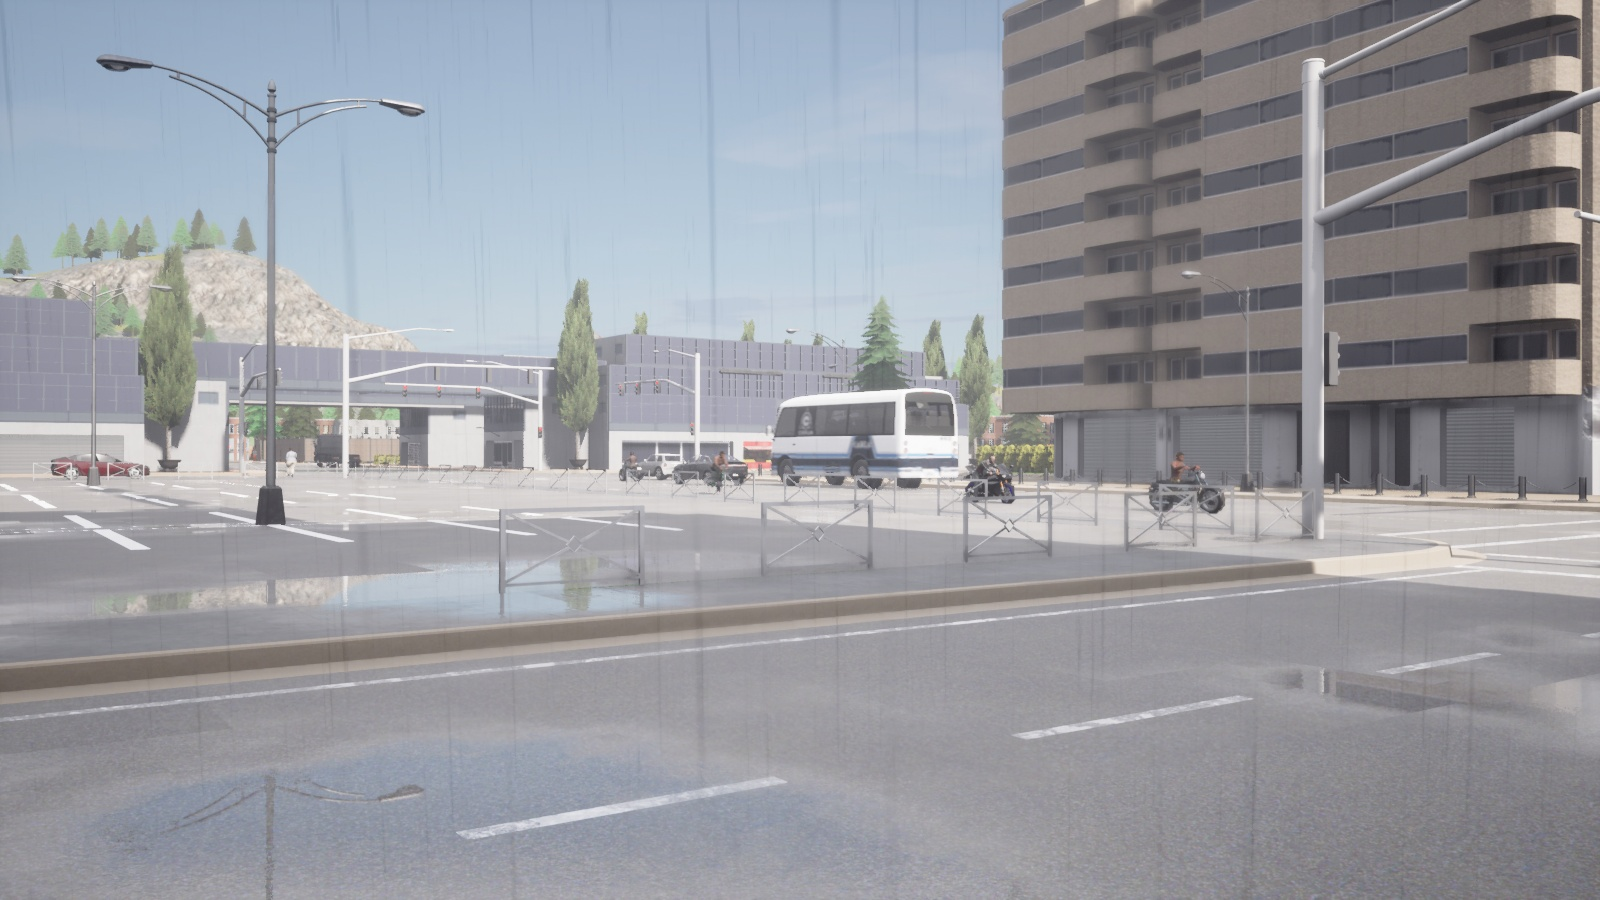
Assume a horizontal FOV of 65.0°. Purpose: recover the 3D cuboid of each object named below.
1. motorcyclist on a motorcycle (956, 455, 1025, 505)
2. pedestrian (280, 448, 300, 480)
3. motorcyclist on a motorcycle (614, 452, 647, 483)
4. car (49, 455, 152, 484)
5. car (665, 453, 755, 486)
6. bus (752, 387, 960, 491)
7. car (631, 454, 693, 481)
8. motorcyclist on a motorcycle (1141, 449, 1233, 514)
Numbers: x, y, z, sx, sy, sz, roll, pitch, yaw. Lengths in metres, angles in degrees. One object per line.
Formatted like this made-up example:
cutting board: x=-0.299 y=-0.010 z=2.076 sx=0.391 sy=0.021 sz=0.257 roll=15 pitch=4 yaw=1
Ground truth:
motorcyclist on a motorcycle: x=5.929 y=0.918 z=39.196 sx=0.866 sy=1.530 sz=2.191 roll=0 pitch=0 yaw=-35
pedestrian: x=-30.478 y=0.829 z=75.055 sx=0.874 sy=1.855 sz=0.900 roll=0 pitch=0 yaw=-37
motorcyclist on a motorcycle: x=-9.068 y=0.933 z=67.065 sx=0.766 sy=1.649 sz=2.350 roll=0 pitch=0 yaw=-35
car: x=-38.436 y=1.050 z=69.001 sx=4.792 sy=1.488 sz=2.163 roll=0 pitch=0 yaw=-33
car: x=-4.359 y=0.912 z=60.248 sx=2.128 sy=1.511 sz=4.902 roll=0 pitch=0 yaw=-35
bus: x=2.287 y=-0.443 z=56.793 sx=3.944 sy=4.253 sz=10.273 roll=0 pitch=0 yaw=-35
car: x=-7.896 y=0.957 z=71.525 sx=1.970 sy=1.475 sz=3.806 roll=0 pitch=0 yaw=-34
motorcyclist on a motorcycle: x=10.169 y=0.809 z=33.058 sx=0.766 sy=1.649 sz=2.350 roll=0 pitch=0 yaw=-35
